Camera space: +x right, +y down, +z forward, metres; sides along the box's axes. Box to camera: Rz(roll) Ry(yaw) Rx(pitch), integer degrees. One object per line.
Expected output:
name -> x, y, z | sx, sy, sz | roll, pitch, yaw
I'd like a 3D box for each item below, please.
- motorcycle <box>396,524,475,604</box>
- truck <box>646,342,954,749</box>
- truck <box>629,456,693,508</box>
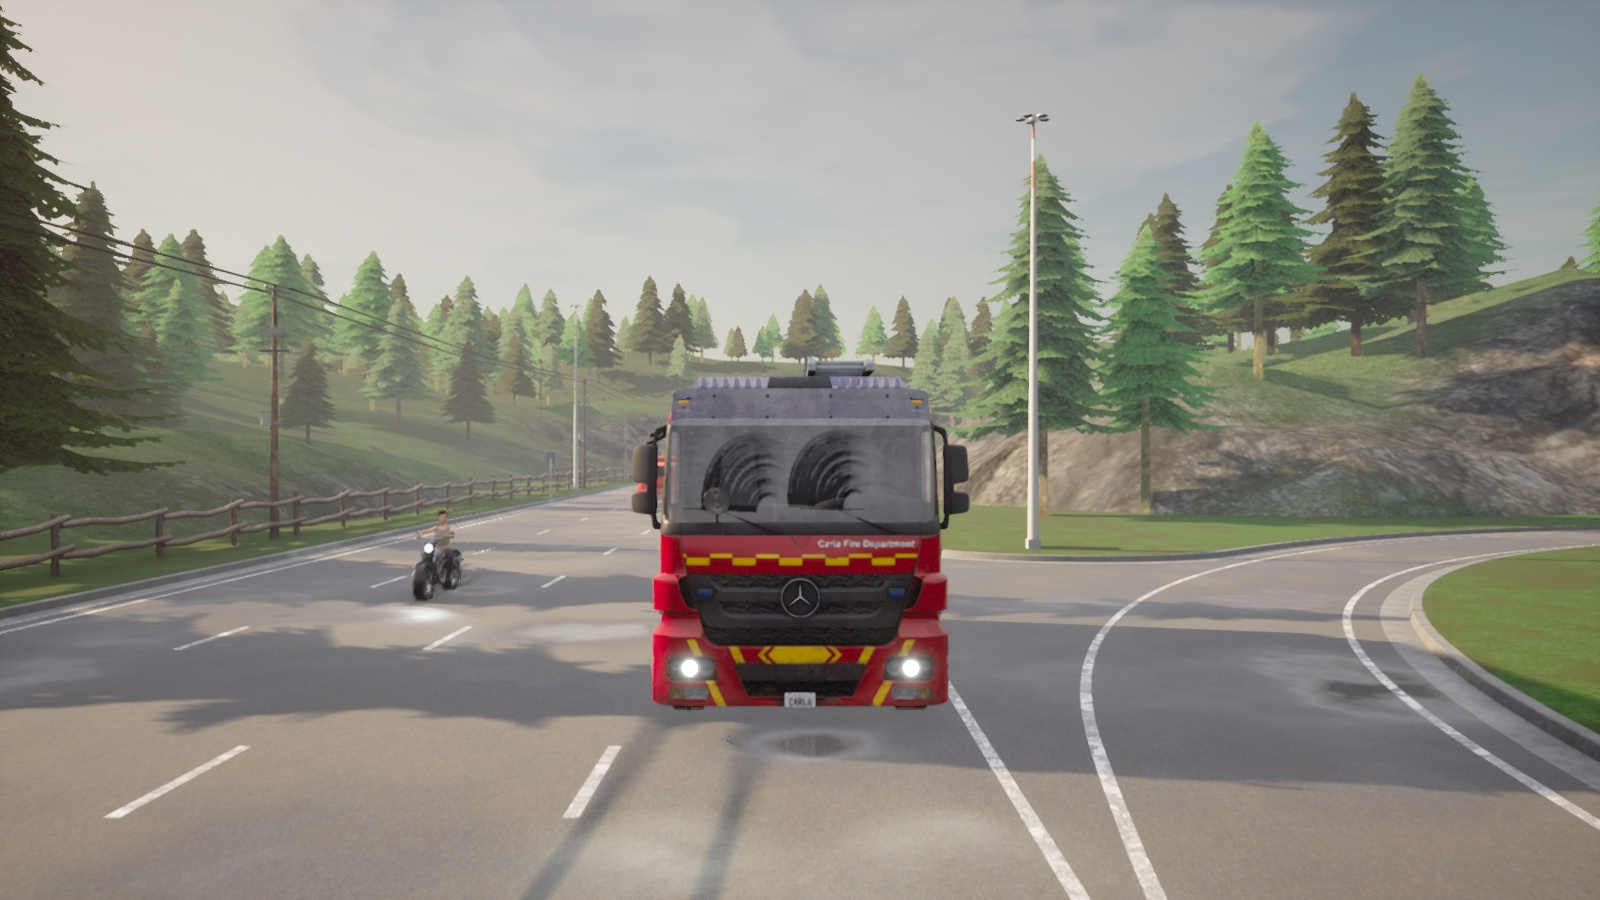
motorcycle -> -6.983, 2.153, 22.012 | 0.764, 1.307, 2.356 | 0, 0, 0
truck -> -0.005, 0.888, 14.993 | 2.891, 3.827, 8.468 | 0, 0, 0
truck -> -6.996, 1.563, 58.076 | 2.627, 2.467, 5.204 | 0, 0, 0
